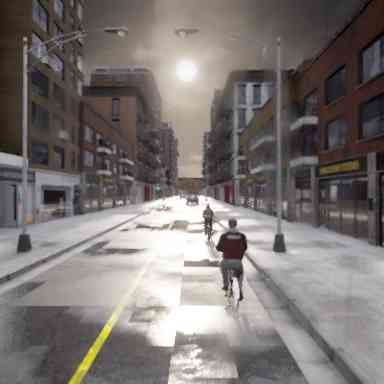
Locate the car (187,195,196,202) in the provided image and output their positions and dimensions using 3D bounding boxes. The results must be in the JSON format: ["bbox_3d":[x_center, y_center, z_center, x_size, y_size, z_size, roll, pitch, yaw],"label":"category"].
[{"bbox_3d":[-0.030,1.424,73.874,1.895,1.301,4.718,0,0,0],"label":"car"}]

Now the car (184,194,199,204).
[{"bbox_3d":[0.078,1.202,57.695,2.097,1.767,4.553,0,0,0],"label":"car"}]

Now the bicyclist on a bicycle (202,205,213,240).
[{"bbox_3d":[0.751,1.415,15.199,0.582,1.620,1.656,0,0,0],"label":"bicyclist on a bicycle"}]

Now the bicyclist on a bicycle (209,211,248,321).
[{"bbox_3d":[0.754,1.355,6.371,0.659,1.776,1.843,0,0,0],"label":"bicyclist on a bicycle"}]
